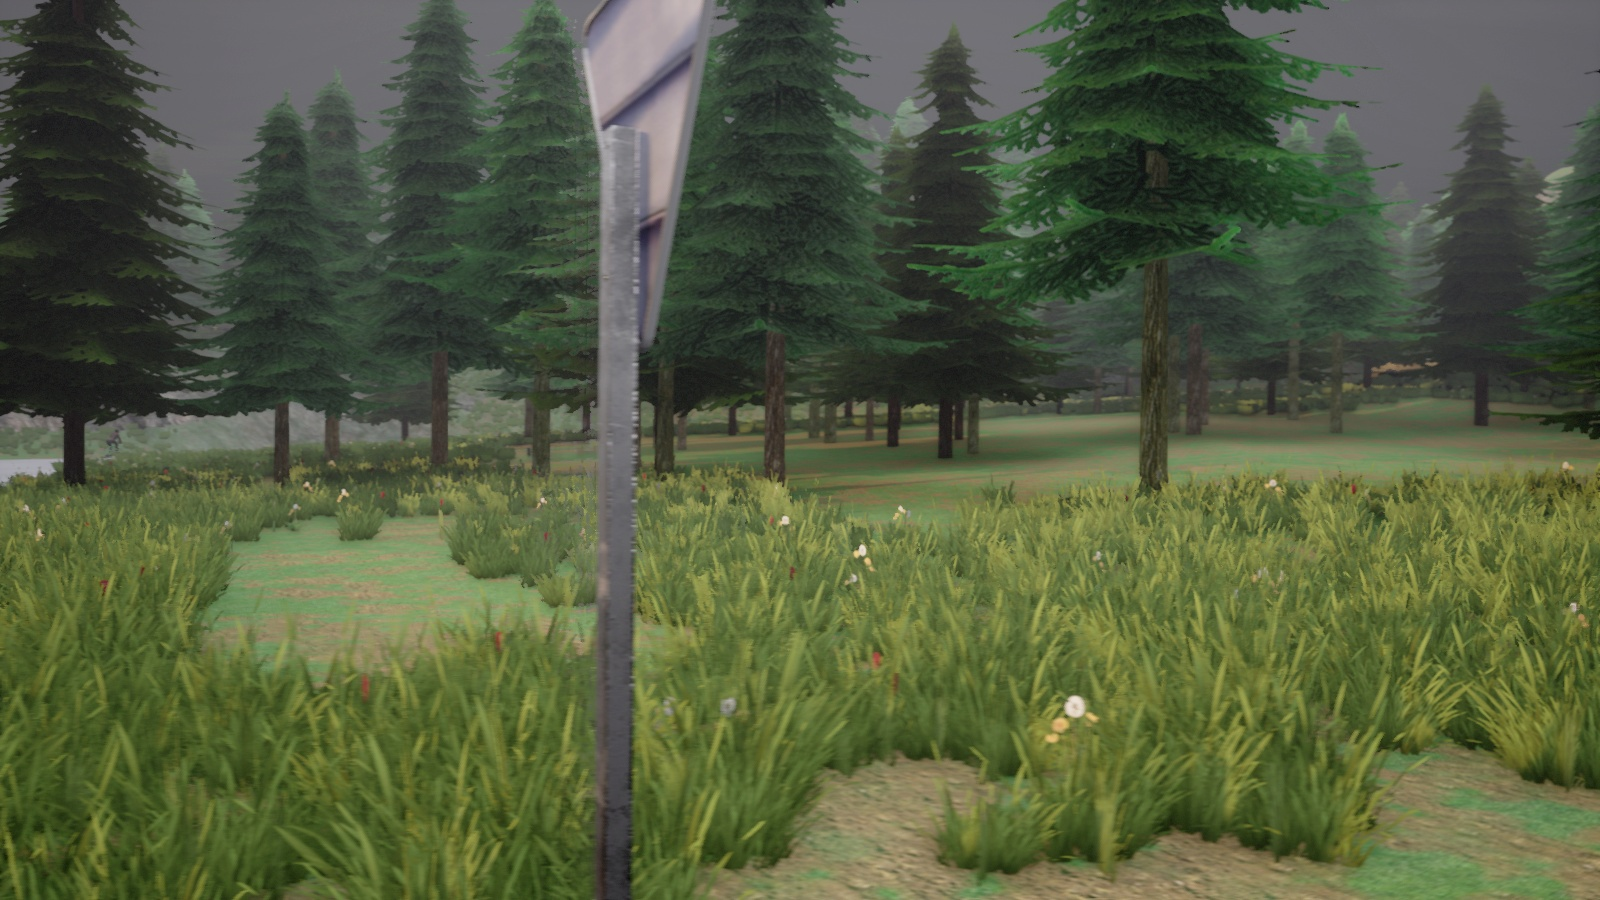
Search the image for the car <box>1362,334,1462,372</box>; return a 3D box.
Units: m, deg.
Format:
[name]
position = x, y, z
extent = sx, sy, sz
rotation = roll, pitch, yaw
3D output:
[car]
position = 37.722, -5.937, 77.451
extent = 5.366, 1.575, 1.801
rotation = -6, -2, 29
